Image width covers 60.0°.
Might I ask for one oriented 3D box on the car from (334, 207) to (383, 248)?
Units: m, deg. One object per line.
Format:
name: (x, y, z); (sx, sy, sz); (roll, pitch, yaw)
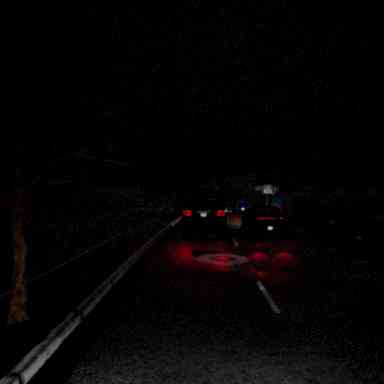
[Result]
car: (8.341, 1.441, 12.721); (4.892, 1.521, 2.231); (1, 0, -17)

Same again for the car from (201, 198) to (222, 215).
car: (2.006, 1.391, 33.332); (1.837, 1.490, 4.892); (0, 0, 6)

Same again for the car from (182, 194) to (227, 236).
car: (0.697, 1.138, 17.805); (2.150, 2.045, 5.566); (0, 0, 3)

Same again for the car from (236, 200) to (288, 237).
car: (3.702, 1.424, 17.543); (2.128, 1.511, 4.902); (0, 0, 3)

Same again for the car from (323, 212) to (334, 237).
car: (8.521, 1.464, 15.683); (4.792, 1.488, 2.163); (1, 0, -17)

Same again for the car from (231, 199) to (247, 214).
car: (5.069, 1.436, 33.785); (1.812, 1.442, 4.674); (0, 0, 6)

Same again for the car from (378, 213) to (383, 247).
car: (8.235, 1.488, 9.765); (4.674, 1.452, 2.002); (1, 0, -18)
